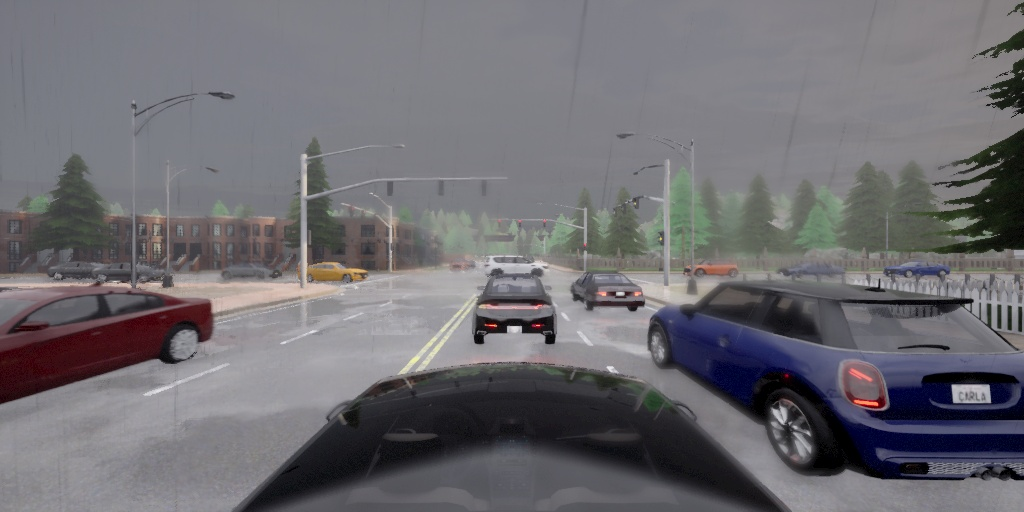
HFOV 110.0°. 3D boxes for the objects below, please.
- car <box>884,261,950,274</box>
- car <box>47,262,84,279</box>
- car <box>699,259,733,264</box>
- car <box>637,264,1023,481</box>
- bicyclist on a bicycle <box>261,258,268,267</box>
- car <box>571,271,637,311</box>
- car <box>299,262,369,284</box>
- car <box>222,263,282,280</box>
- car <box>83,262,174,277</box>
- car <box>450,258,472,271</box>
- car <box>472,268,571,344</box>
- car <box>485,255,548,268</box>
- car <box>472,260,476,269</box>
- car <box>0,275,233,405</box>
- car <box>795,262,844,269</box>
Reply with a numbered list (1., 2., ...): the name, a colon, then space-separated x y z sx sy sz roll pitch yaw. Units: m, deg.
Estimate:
1. car: 38.152 1.228 33.897 5.008 1.535 1.882 0 0 0
2. car: -35.048 1.254 29.788 4.892 1.490 1.837 0 0 -11
3. car: 18.749 1.102 33.950 4.553 1.767 2.097 0 0 0
4. car: 3.606 1.102 4.938 2.097 1.767 4.553 0 0 0
5. bicyclist on a bicycle: -28.766 1.053 41.635 0.582 1.620 1.656 0 0 -1
6. car: 3.600 1.297 14.356 2.033 1.411 5.357 0 0 0
7. car: -13.302 1.227 26.866 5.008 1.535 1.882 0 0 8
8. car: -22.148 1.314 30.620 4.181 1.385 1.994 0 0 -1
9. car: -28.377 1.255 26.947 4.892 1.490 1.837 0 0 -3
10. car: -7.036 1.102 48.317 2.097 1.767 4.553 0 0 0
11. car: 0.073 1.242 9.528 2.128 1.511 4.902 0 0 1
12. car: 0.393 0.972 30.448 5.566 2.045 2.150 0 0 2
13. car: -7.013 1.276 58.250 1.812 1.442 4.674 0 0 1
14. car: -7.069 1.227 5.280 1.882 1.535 5.008 0 0 0
15. car: 28.274 1.297 33.925 5.357 1.411 2.033 0 0 1
